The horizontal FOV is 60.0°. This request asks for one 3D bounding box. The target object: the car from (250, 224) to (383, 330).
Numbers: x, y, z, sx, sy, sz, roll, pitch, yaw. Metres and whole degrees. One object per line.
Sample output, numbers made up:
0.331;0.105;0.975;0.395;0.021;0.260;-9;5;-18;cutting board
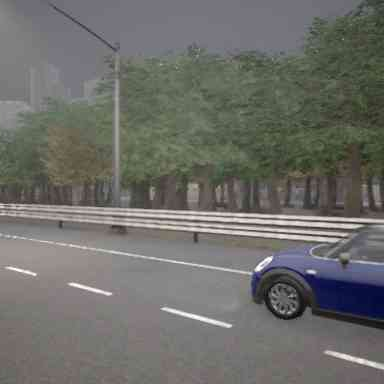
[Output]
3.326;1.352;5.796;4.553;1.767;2.097;0;0;36;car
